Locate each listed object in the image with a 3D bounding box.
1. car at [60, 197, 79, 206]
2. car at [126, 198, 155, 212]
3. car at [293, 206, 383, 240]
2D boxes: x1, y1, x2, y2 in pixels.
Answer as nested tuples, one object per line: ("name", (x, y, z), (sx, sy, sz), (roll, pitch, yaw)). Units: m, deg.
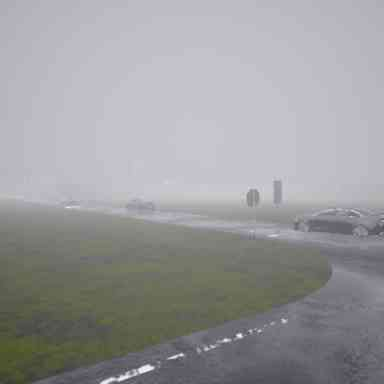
("car", (-18.484, 1.384, 50.165), (1.994, 1.385, 4.181), (0, 0, -35))
("car", (-5.735, 1.414, 36.852), (1.812, 1.442, 4.674), (0, 0, -35))
("car", (7.514, 1.481, 16.825), (2.128, 1.511, 4.902), (-3, 2, -39))
